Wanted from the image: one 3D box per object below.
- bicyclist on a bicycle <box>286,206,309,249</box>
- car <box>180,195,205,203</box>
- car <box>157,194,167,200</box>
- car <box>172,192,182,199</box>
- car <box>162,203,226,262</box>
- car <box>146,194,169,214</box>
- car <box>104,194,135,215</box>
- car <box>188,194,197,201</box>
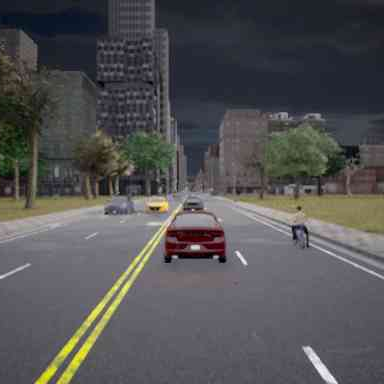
[{"bbox_3d":[4.138,1.339,12.942,0.866,1.612,1.509,0,0,0],"label":"bicyclist on a bicycle"},{"bbox_3d":[0.088,1.286,30.168,1.837,1.490,4.892,0,0,0],"label":"car"},{"bbox_3d":[-6.530,1.044,72.653,1.994,1.385,4.181,0,0,0],"label":"car"},{"bbox_3d":[-3.281,0.844,74.097,1.837,1.490,4.892,0,0,0],"label":"car"},{"bbox_3d":[0.095,1.388,11.824,1.882,1.535,5.008,0,0,0],"label":"car"},{"bbox_3d":[-3.358,1.241,32.662,1.882,1.535,5.008,0,0,0],"label":"car"},{"bbox_3d":[-6.607,1.129,30.662,2.097,1.767,4.553,0,0,0],"label":"car"},{"bbox_3d":[0.059,1.083,66.364,1.812,1.442,4.674,0,0,0],"label":"car"}]
